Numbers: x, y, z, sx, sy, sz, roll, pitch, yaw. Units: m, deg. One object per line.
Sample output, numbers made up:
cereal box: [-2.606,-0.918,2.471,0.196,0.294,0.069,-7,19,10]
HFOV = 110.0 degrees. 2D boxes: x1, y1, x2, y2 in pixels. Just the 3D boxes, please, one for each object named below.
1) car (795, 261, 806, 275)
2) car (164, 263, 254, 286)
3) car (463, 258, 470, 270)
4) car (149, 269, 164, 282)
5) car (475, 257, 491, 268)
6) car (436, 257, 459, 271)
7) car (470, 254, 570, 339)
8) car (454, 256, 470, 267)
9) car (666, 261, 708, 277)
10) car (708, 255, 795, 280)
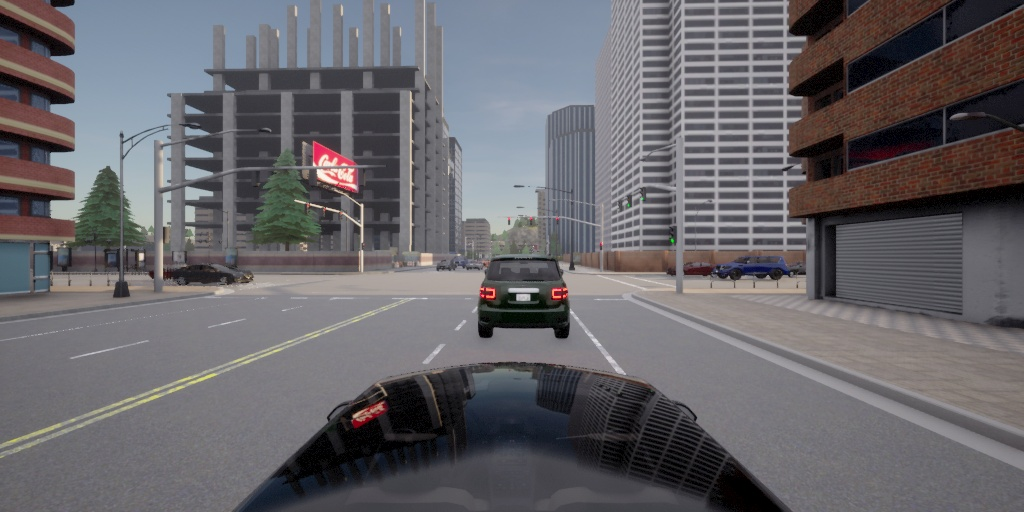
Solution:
car: [27.240,1.241,33.737,4.902,1.511,2.128,0,0,2]
car: [-20.432,1.255,24.598,4.892,1.490,1.837,0,0,2]
car: [-5.276,1.351,51.160,1.895,1.301,4.718,0,0,2]
car: [-25.464,1.351,28.263,4.718,1.301,1.895,0,0,2]
car: [-4.871,1.102,61.260,2.097,1.767,4.553,0,0,2]
car: [-8.880,1.255,48.524,1.837,1.490,4.892,0,0,2]
car: [0.338,0.971,10.283,2.150,2.045,5.566,0,0,2]
car: [-8.497,0.971,58.372,2.150,2.045,5.566,0,0,1]
car: [17.310,1.228,34.071,5.008,1.535,1.882,0,0,2]
car: [20.226,0.971,30.477,5.566,2.045,2.150,0,0,2]
